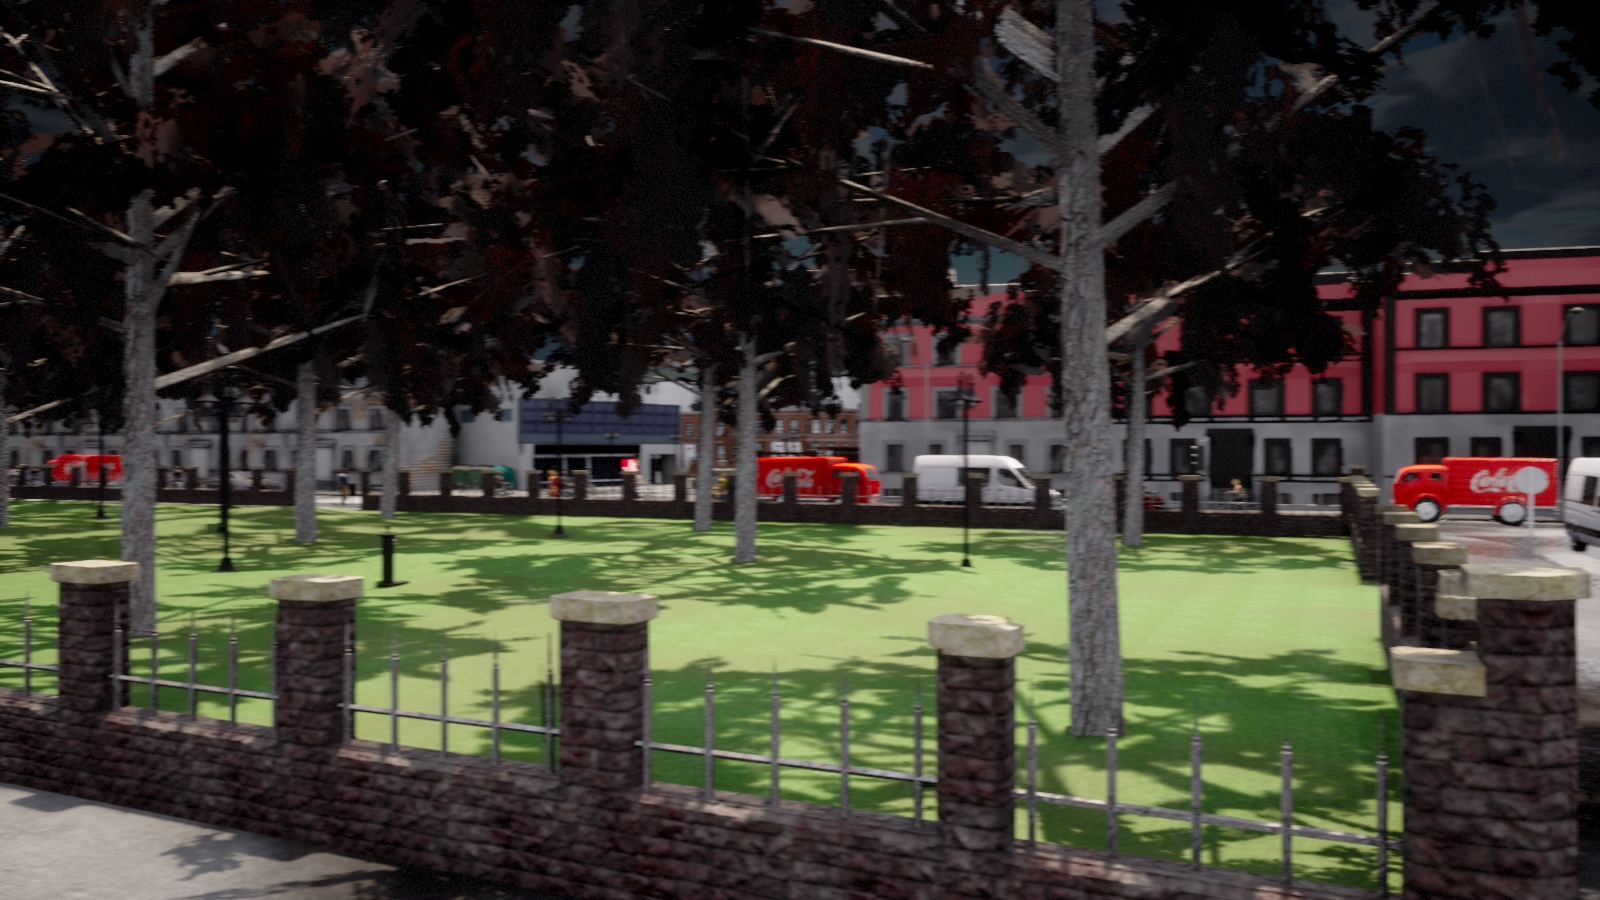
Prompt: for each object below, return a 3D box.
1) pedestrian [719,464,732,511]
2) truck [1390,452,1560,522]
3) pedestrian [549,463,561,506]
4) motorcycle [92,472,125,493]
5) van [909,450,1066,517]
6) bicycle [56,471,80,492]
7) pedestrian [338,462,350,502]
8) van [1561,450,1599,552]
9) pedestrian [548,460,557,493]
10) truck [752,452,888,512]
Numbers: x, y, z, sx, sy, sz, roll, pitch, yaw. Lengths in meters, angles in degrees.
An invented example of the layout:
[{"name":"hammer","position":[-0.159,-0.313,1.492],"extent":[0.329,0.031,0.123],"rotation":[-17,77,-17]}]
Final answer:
[{"name":"pedestrian","position":[-2.995,1.501,45.699],"extent":[0.375,1.860,0.375],"rotation":[0,0,26]},{"name":"truck","position":[24.855,1.299,42.379],"extent":[5.204,2.467,2.627],"rotation":[0,0,25]},{"name":"pedestrian","position":[-10.641,1.505,49.552],"extent":[0.375,1.860,0.375],"rotation":[0,0,16]},{"name":"motorcycle","position":[-41.880,1.964,69.233],"extent":[1.805,1.236,0.856],"rotation":[0,0,25]},{"name":"van","position":[7.553,1.281,46.084],"extent":[5.915,2.561,1.988],"rotation":[0,0,25]},{"name":"bicycle","position":[-45.417,1.945,70.917],"extent":[1.835,1.271,0.329],"rotation":[0,0,25]},{"name":"pedestrian","position":[-21.598,1.517,54.064],"extent":[0.375,1.860,0.375],"rotation":[0,0,26]},{"name":"van","position":[21.470,1.277,29.390],"extent":[1.988,2.561,5.915],"rotation":[0,0,22]},{"name":"pedestrian","position":[-14.225,1.502,65.593],"extent":[0.375,1.860,0.375],"rotation":[0,0,23]},{"name":"truck","position":[0.871,1.319,49.197],"extent":[5.204,2.467,2.627],"rotation":[0,0,25]}]
